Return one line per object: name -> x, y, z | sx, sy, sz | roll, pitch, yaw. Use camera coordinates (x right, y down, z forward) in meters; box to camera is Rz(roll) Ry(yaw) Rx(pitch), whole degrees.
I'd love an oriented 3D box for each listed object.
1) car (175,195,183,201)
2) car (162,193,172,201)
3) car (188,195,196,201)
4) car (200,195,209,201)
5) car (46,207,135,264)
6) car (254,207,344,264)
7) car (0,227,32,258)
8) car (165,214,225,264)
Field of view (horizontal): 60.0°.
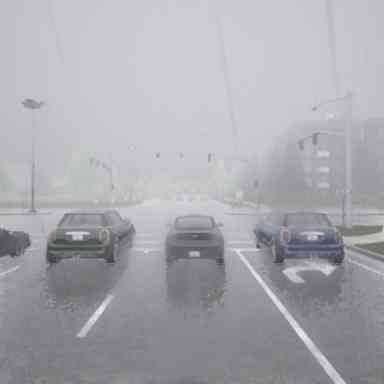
car -> -3.537, 1.815, 89.137 | 1.895, 1.301, 4.718 | 0, 0, 0
car -> -7.037, 1.744, 88.689 | 2.128, 1.511, 4.902 | 0, 0, 0
car -> -0.037, 1.772, 89.110 | 1.994, 1.385, 4.181 | 0, 0, 0
car -> 3.463, 1.696, 88.695 | 1.882, 1.535, 5.008 | 0, 0, 0
car -> -3.413, 1.383, 12.078 | 2.097, 1.767, 4.553 | 0, 0, 0
car -> 3.598, 1.382, 12.044 | 2.097, 1.767, 4.553 | 0, 0, 0
car -> -6.914, 1.573, 9.988 | 2.033, 1.411, 5.357 | 0, 0, 0
car -> 0.088, 1.535, 11.889 | 1.837, 1.490, 4.892 | 0, 0, 0
